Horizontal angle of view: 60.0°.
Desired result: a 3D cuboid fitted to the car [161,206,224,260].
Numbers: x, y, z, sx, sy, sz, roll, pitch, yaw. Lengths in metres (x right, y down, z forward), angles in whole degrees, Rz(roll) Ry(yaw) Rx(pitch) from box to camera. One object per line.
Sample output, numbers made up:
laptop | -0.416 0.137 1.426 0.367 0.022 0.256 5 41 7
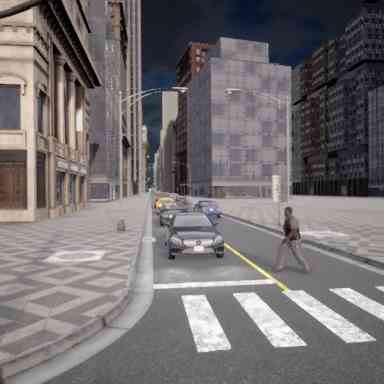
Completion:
car | -0.064 1.488 12.581 1.812 1.442 4.674 0 0 -7

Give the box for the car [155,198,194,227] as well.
car | -1.309 1.418 22.594 2.128 1.511 4.902 0 0 -7

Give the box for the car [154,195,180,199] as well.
car | -2.557 1.367 32.839 1.882 1.535 5.008 0 0 -7

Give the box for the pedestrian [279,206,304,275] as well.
pedestrian | 2.609 1.254 8.770 0.375 1.860 0.375 0 0 -7

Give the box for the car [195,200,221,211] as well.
car | 1.200 1.428 28.473 2.033 1.411 5.357 0 0 -7

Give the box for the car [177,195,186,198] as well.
car | -1.846 1.272 53.200 2.128 1.511 4.902 0 0 -7

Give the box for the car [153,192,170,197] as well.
car | -3.777 1.070 43.159 2.150 2.045 5.566 0 0 -7
